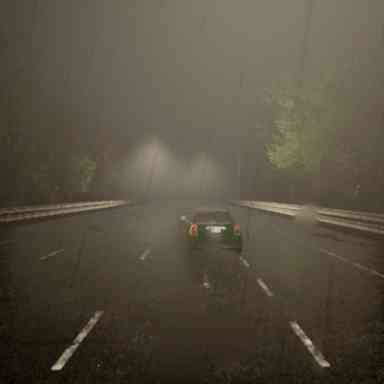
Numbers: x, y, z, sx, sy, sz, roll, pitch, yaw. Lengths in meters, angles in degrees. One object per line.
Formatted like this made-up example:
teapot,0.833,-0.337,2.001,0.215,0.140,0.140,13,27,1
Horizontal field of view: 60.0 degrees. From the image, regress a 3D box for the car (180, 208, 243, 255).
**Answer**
car,0.640,1.431,13.938,2.097,1.767,4.553,0,0,-6
